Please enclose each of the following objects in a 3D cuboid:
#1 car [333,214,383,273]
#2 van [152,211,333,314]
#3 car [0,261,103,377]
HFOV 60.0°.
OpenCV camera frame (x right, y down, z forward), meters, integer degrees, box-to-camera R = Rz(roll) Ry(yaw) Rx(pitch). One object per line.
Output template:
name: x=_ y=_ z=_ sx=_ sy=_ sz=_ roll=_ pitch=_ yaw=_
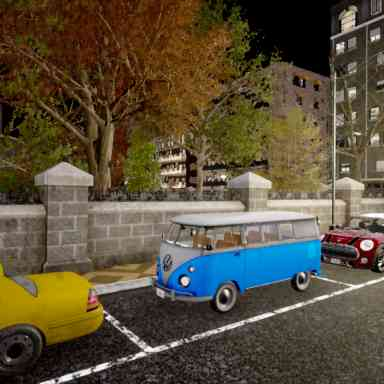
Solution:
car: x=5.705 y=1.442 z=10.604 sx=4.097 sy=1.590 sz=1.967 roll=0 pitch=1 yaw=-35
van: x=1.132 y=1.342 z=7.347 sx=3.998 sy=1.788 sz=1.690 roll=0 pitch=1 yaw=-35
car: x=-3.581 y=1.525 z=3.995 sx=4.829 sy=1.417 sz=1.752 roll=0 pitch=1 yaw=-35
